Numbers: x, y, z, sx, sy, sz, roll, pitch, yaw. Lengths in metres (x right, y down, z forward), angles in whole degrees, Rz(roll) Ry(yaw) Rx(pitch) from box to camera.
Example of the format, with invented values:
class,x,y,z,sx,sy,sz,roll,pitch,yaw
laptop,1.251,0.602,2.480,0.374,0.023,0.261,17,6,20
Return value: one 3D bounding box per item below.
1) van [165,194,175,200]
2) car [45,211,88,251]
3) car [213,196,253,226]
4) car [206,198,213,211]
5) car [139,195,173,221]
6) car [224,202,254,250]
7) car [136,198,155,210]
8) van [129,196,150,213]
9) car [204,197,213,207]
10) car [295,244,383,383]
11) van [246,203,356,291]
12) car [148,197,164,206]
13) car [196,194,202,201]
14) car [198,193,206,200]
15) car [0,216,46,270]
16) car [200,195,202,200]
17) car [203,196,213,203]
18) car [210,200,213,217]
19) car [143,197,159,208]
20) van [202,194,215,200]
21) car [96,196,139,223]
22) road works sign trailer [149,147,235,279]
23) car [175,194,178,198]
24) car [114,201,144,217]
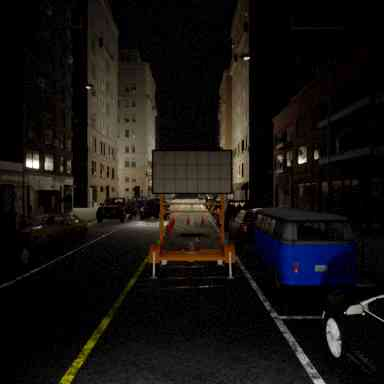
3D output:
class,x,y,z,sx,sy,sz,roll,pitch,yaw
van,-5.810,1.281,81.256,1.690,1.788,3.998,0,0,0
car,-5.851,1.523,14.212,1.752,1.417,4.829,0,0,0
car,2.678,1.312,20.056,2.192,1.841,5.009,0,0,0
car,2.685,1.560,31.395,1.947,1.339,4.313,0,0,0
car,-2.985,1.347,27.350,2.097,1.767,4.553,0,0,0
car,2.675,1.438,14.387,1.967,1.590,4.097,0,0,0
car,-5.833,1.515,42.554,1.752,1.417,4.829,0,0,0
van,-5.837,1.334,37.055,1.690,1.788,3.998,0,0,0
car,2.689,1.544,37.064,2.008,1.369,4.403,0,0,0
car,2.669,1.551,3.049,2.008,1.369,4.403,0,0,0
van,2.672,1.340,8.718,1.690,1.788,3.998,0,0,0
car,-5.826,1.527,54.061,2.008,1.369,4.403,0,0,0
car,2.716,1.380,81.269,1.967,1.590,4.097,0,0,0
car,2.722,1.236,92.439,2.192,1.841,5.009,0,0,0
car,-5.854,1.544,8.714,1.887,1.381,4.507,0,0,0
car,2.699,1.501,54.243,1.752,1.417,4.829,0,0,0
car,2.692,1.571,42.734,1.802,1.307,4.206,0,0,0
car,2.682,1.561,25.726,1.947,1.339,4.313,0,0,0
car,-5.830,1.509,48.223,1.752,1.417,4.829,0,0,0
van,2.696,1.324,48.404,1.690,1.788,3.998,0,0,0
car,-5.844,1.311,25.719,2.192,1.841,5.009,0,0,0
road works sign trailer,0.005,0.463,10.030,2.380,3.560,2.880,0,0,0
car,-5.803,1.236,92.429,2.192,1.841,5.009,0,0,0
car,-5.840,1.545,31.387,2.008,1.369,4.403,0,0,0
